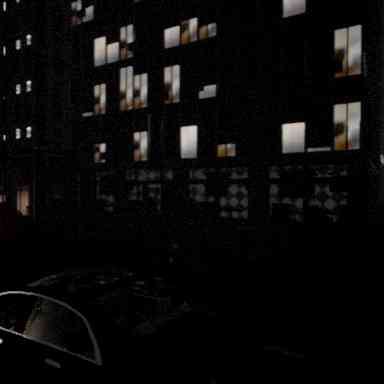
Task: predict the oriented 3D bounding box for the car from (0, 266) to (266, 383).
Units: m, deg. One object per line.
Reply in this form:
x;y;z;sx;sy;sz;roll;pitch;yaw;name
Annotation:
-1.378;1.566;3.804;4.403;1.369;2.008;-1;1;34;car

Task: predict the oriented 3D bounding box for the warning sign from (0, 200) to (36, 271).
-5.365;1.177;9.442;1.060;1.860;1.300;1;0;34;warning sign
